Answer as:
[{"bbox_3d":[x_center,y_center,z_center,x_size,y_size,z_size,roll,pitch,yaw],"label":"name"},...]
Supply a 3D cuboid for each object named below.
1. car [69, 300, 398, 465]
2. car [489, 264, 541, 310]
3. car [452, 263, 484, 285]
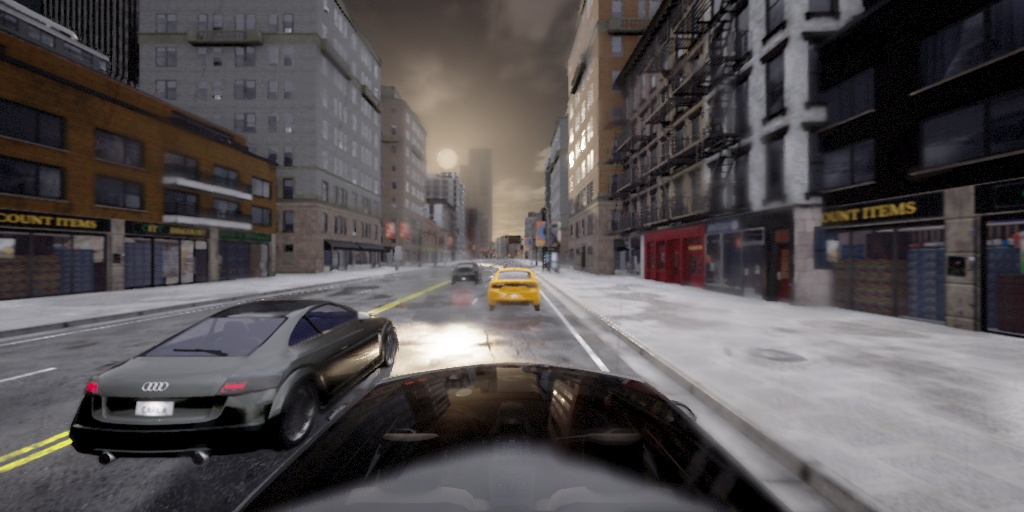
[{"bbox_3d":[-3.151,1.310,5.168,1.994,1.385,4.181,0,0,0],"label":"car"},{"bbox_3d":[0.098,1.215,14.678,1.882,1.535,5.008,0,0,0],"label":"car"},{"bbox_3d":[-3.153,1.231,25.852,1.837,1.490,4.892,0,0,0],"label":"car"}]
